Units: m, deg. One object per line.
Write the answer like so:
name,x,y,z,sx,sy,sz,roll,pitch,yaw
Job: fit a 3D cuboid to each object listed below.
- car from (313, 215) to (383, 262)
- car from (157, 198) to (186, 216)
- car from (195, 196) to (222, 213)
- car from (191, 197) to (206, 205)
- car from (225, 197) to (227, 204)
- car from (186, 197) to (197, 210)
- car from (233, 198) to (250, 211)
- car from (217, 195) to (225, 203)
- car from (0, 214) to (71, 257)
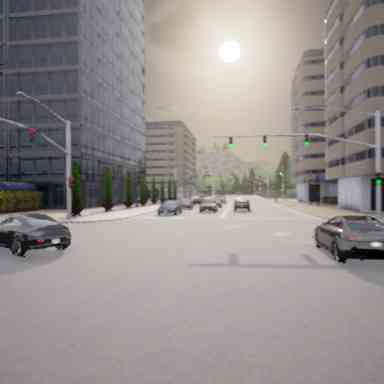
car,5.649,1.501,11.696,1.994,1.385,4.181,-1,0,8
car,-2.159,1.540,33.449,1.812,1.442,4.674,-1,0,8
car,1.947,1.517,37.554,2.033,1.411,5.357,-1,0,8
car,1.182,1.574,57.520,1.895,1.301,4.718,-1,0,8
car,5.363,1.278,62.025,2.097,1.767,4.553,-1,0,8
car,-0.903,1.525,42.607,1.812,1.442,4.674,-1,0,8
car,5.968,1.418,39.837,2.128,1.511,4.902,-1,0,8
car,3.234,1.480,46.869,1.812,1.442,4.674,-1,0,8
car,-6.645,1.593,13.247,4.674,1.442,1.812,-1,-1,38
